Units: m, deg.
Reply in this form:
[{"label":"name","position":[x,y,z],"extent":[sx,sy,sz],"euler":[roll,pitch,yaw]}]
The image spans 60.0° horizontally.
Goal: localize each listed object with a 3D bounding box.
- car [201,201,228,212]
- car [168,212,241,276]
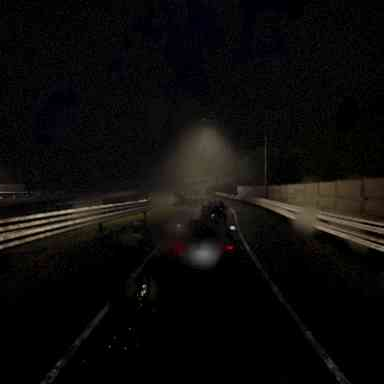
[{"label":"car","position":[1.747,1.422,25.775],"extent":[2.128,1.511,4.902],"euler":[1,0,7]},{"label":"car","position":[0.424,1.533,10.322],"extent":[1.994,1.385,4.181],"euler":[0,0,3]}]
